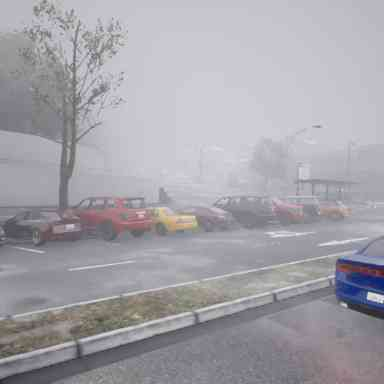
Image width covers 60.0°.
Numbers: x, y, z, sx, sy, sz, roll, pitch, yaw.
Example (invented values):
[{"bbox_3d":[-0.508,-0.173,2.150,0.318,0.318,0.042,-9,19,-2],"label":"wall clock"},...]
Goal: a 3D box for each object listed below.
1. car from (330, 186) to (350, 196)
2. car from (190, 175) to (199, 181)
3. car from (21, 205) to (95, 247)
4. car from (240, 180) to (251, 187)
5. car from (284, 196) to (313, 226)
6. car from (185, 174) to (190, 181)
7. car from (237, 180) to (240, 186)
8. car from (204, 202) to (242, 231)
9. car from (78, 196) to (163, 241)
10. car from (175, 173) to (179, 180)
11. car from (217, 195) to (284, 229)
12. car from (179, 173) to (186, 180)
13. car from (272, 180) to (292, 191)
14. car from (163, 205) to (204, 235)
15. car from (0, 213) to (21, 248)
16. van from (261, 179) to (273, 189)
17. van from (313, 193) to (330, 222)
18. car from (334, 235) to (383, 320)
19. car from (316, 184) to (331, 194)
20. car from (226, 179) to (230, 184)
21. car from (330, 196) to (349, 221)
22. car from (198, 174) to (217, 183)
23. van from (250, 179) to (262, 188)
[{"bbox_3d":[25.184,0.136,55.771,2.002,1.452,4.674,7,3,35],"label":"car"},{"bbox_3d":[2.724,-3.699,87.770,2.435,2.045,5.566,7,3,34],"label":"car"},{"bbox_3d":[-7.010,1.524,15.230,4.792,1.488,2.163,-1,-1,35],"label":"car"},{"bbox_3d":[13.238,-1.812,73.207,1.946,1.575,5.366,7,3,35],"label":"car"},{"bbox_3d":[5.311,1.267,23.879,5.566,2.045,2.435,-1,-1,35],"label":"car"},{"bbox_3d":[0.932,-3.850,90.238,2.185,1.767,4.553,6,3,34],"label":"car"},{"bbox_3d":[11.409,-2.044,75.529,2.002,1.452,4.674,7,4,35],"label":"car"},{"bbox_3d":[0.366,1.548,20.422,4.674,1.452,2.002,-1,-1,35],"label":"car"},{"bbox_3d":[-4.563,1.247,16.972,5.566,2.045,2.435,-1,-1,35],"label":"car"},{"bbox_3d":[-2.564,-4.362,95.060,2.435,2.045,5.566,1,-1,34],"label":"car"},{"bbox_3d":[2.796,1.262,22.177,5.566,2.045,2.435,-1,-1,35],"label":"car"},{"bbox_3d":[-0.795,-4.085,92.710,2.185,1.767,4.553,4,1,34],"label":"car"},{"bbox_3d":[18.293,-0.992,65.636,2.231,1.521,4.892,7,3,35],"label":"car"},{"bbox_3d":[-2.242,1.502,18.797,5.366,1.575,1.946,-1,-1,35],"label":"car"},{"bbox_3d":[-9.432,1.493,13.486,4.892,1.521,2.231,-1,-1,35],"label":"car"},{"bbox_3d":[16.536,-1.491,68.001,1.878,1.987,4.442,7,4,35],"label":"van"},{"bbox_3d":[7.851,1.296,25.546,4.442,1.987,1.878,-1,-1,35],"label":"van"},{"bbox_3d":[4.864,1.487,6.585,5.008,1.535,1.882,0,0,-35],"label":"car"},{"bbox_3d":[23.496,-0.426,58.245,2.435,2.045,5.566,7,3,35],"label":"car"},{"bbox_3d":[9.670,-2.317,77.993,2.002,1.452,4.674,7,3,35],"label":"car"},{"bbox_3d":[10.262,1.403,27.294,4.553,1.767,2.185,-1,-1,35],"label":"car"},{"bbox_3d":[4.572,-3.176,85.509,1.946,1.575,5.366,7,3,34],"label":"car"},{"bbox_3d":[14.809,-1.764,70.474,1.878,1.987,4.442,7,4,35],"label":"van"}]
